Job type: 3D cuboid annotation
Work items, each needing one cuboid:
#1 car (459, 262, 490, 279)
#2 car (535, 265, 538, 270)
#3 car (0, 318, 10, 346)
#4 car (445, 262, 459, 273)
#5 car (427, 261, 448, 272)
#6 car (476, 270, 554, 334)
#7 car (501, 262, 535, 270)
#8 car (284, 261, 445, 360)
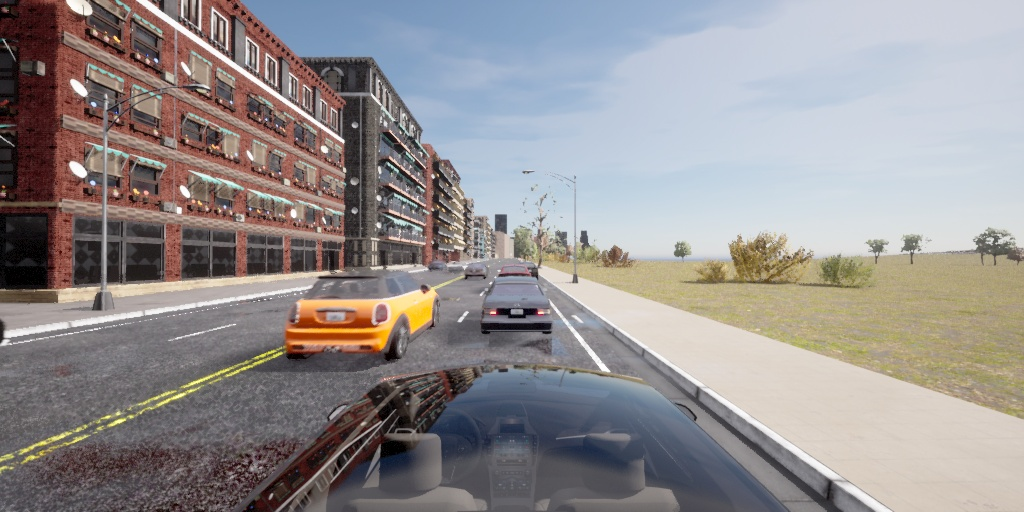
[{"bbox_3d":[-3.079,1.302,31.956,2.033,1.411,5.357,0,0,0],"label":"car"},{"bbox_3d":[1.204,1.232,30.534,1.882,1.535,5.008,0,0,0],"label":"car"},{"bbox_3d":[-9.847,1.242,4.203,2.128,1.511,4.902,0,0,0],"label":"car"},{"bbox_3d":[-6.504,1.355,43.282,1.895,1.301,4.718,0,0,0],"label":"car"},{"bbox_3d":[-9.741,1.317,47.143,1.994,1.385,4.181,0,0,0],"label":"car"},{"bbox_3d":[0.119,1.299,10.557,2.033,1.411,5.357,0,0,0],"label":"car"},{"bbox_3d":[0.147,1.231,21.097,1.882,1.535,5.008,0,0,0],"label":"car"},{"bbox_3d":[-3.137,1.103,8.515,2.097,1.767,4.553,0,0,0],"label":"car"}]
